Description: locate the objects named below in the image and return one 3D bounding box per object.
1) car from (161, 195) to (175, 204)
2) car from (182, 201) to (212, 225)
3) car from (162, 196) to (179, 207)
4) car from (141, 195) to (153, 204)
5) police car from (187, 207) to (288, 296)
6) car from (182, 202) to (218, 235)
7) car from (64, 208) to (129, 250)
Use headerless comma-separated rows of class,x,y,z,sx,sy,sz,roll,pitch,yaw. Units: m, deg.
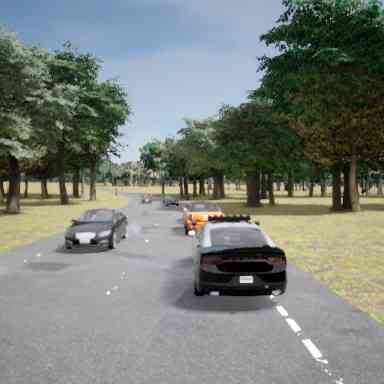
car,-4.261,1.337,58.819,2.033,1.411,5.357,0,0,-9
car,0.275,1.472,24.743,1.812,1.442,4.674,0,0,-4
car,-2.941,1.398,48.595,2.033,1.411,5.357,0,0,-6
car,-7.888,1.296,58.296,2.128,1.511,4.902,0,0,-8
police car,0.950,1.414,8.757,1.930,1.638,5.238,0,0,-1
car,0.602,1.317,18.680,2.097,1.767,4.553,0,0,-3
car,-3.909,1.473,14.293,2.128,1.511,4.902,0,0,-2
